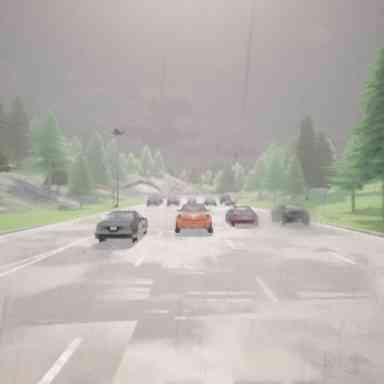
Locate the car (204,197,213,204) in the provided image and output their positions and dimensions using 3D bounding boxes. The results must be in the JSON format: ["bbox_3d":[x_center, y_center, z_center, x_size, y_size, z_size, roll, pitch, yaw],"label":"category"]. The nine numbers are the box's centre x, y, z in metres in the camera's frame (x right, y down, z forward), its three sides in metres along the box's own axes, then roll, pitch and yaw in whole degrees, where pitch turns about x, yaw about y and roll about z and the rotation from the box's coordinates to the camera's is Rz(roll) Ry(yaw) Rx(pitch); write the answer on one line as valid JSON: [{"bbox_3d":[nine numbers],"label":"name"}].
[{"bbox_3d":[3.500,1.791,70.620,1.812,1.442,4.674,0,0,0],"label":"car"}]

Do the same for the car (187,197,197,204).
[{"bbox_3d":[0.000,1.745,70.621,1.882,1.535,5.008,0,0,0],"label":"car"}]

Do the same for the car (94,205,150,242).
[{"bbox_3d":[-3.401,1.634,16.898,2.033,1.411,5.357,0,0,0],"label":"car"}]

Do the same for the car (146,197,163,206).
[{"bbox_3d":[-7.000,1.660,60.590,2.097,1.767,4.553,0,0,0],"label":"car"}]

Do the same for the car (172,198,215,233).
[{"bbox_3d":[0.100,1.458,20.783,2.097,1.767,4.553,0,0,0],"label":"car"}]

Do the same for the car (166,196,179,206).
[{"bbox_3d":[-3.500,1.659,60.590,2.097,1.767,4.553,0,0,0],"label":"car"}]

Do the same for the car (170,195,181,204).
[{"bbox_3d":[-3.500,1.622,70.591,2.097,1.767,4.553,0,0,0],"label":"car"}]

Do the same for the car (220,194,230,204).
[{"bbox_3d":[7.000,1.492,70.652,2.150,2.045,5.566,0,0,0],"label":"car"}]

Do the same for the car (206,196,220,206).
[{"bbox_3d":[3.500,1.870,60.586,1.994,1.385,4.181,0,0,0],"label":"car"}]

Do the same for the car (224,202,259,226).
[{"bbox_3d":[3.601,1.688,24.487,1.994,1.385,4.181,0,0,0],"label":"car"}]

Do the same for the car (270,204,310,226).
[{"bbox_3d":[7.100,1.629,24.419,1.837,1.490,4.892,0,0,0],"label":"car"}]

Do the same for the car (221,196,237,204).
[{"bbox_3d":[7.000,1.908,60.616,1.895,1.301,4.718,0,0,0],"label":"car"}]
